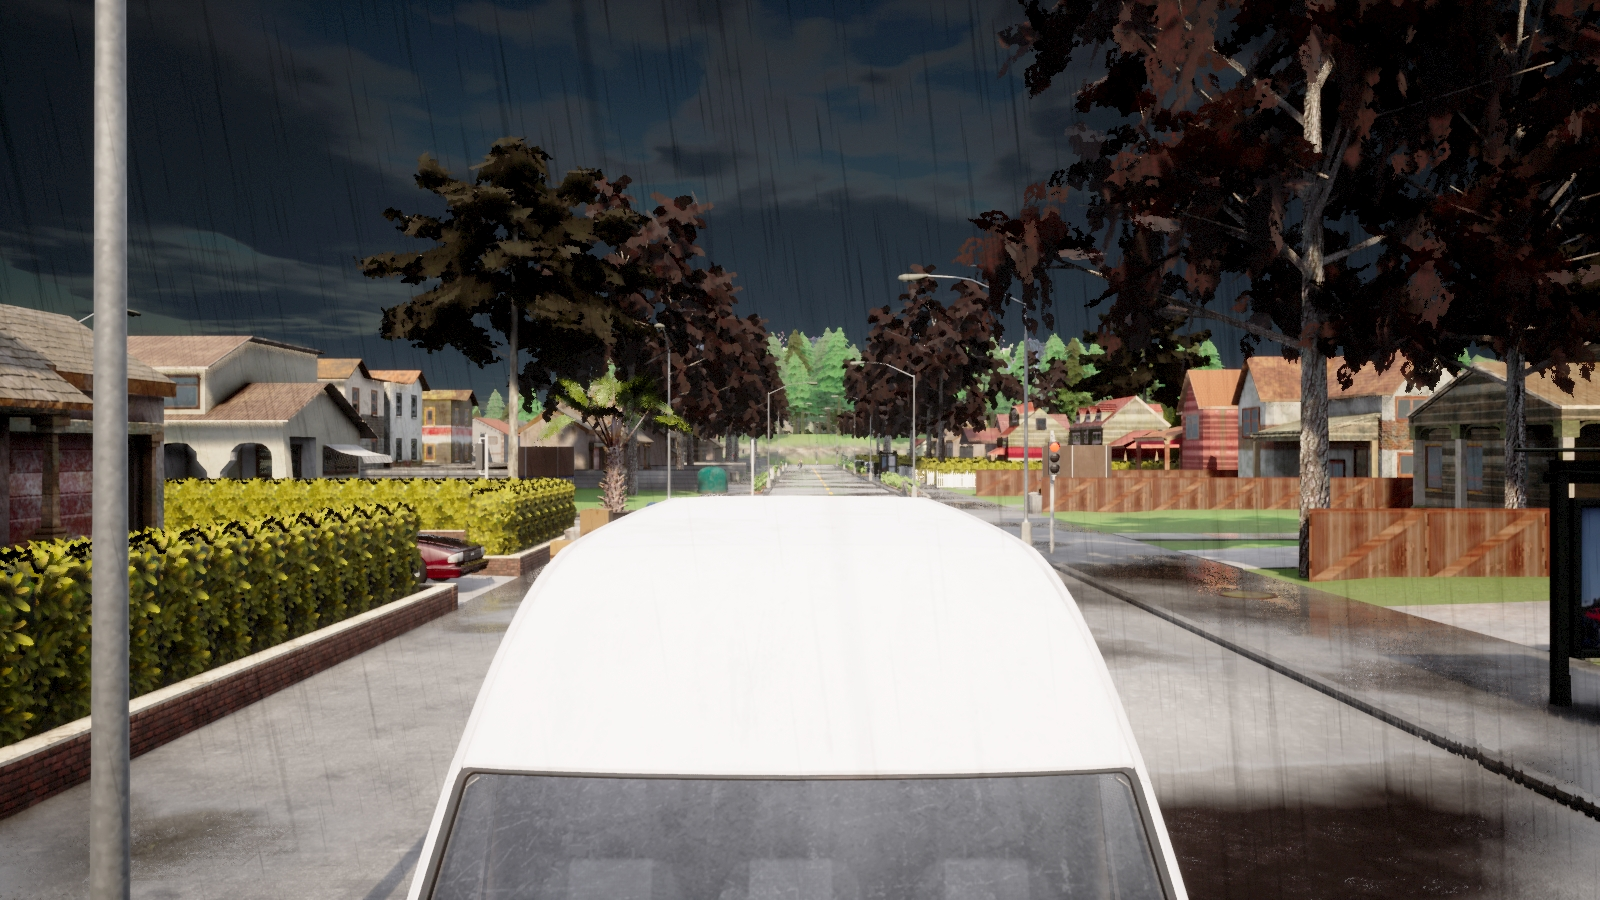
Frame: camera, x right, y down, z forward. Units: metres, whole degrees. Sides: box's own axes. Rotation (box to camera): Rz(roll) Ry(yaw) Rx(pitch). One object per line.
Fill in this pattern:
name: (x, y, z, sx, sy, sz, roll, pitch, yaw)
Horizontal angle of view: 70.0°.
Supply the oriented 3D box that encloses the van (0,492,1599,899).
van: (0.002, 1.537, 4.030, 1.988, 2.561, 5.915, 0, 0, 0)
